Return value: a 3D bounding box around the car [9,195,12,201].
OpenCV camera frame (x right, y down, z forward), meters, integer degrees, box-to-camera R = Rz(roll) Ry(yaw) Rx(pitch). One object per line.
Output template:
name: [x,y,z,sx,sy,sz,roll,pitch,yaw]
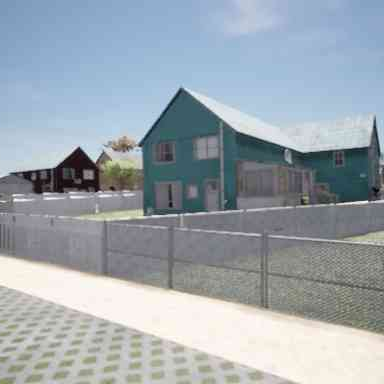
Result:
car: [-15.971,1.104,26.617,2.097,1.767,4.553,-2,1,35]
